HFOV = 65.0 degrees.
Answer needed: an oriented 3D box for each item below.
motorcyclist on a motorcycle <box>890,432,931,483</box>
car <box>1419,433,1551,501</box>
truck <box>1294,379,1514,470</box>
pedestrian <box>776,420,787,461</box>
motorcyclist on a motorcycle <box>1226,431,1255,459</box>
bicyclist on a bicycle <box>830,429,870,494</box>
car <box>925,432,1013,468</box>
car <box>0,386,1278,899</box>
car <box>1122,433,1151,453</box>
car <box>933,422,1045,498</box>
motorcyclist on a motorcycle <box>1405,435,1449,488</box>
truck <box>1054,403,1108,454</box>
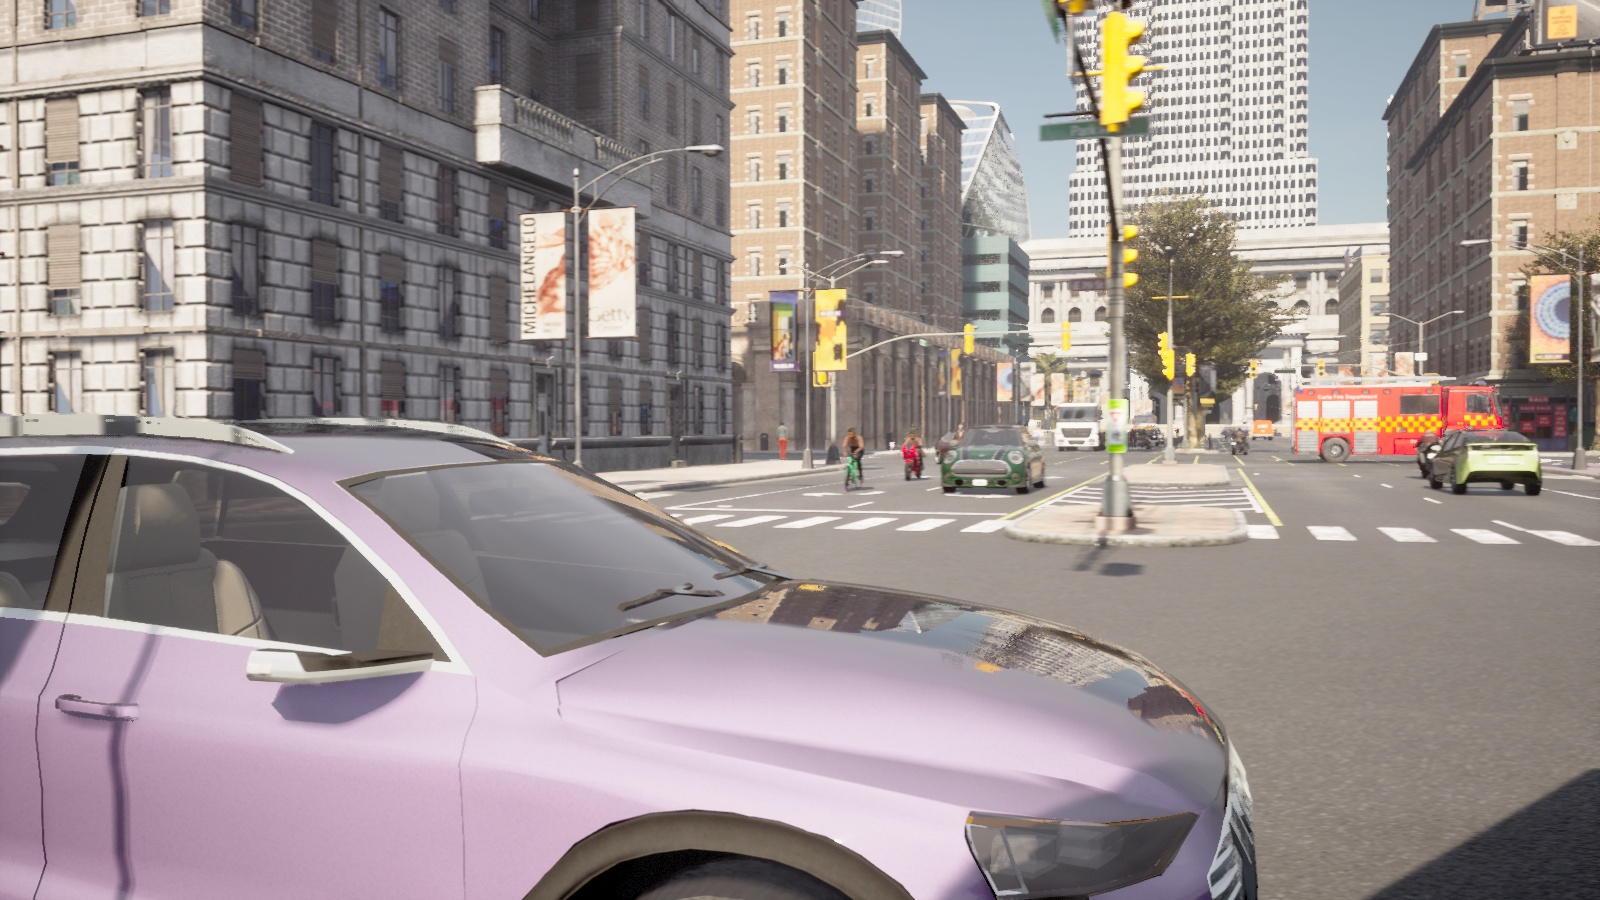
[{"bbox_3d":[3.419,0.202,38.703,0.797,1.523,2.044,1,1,18],"label":"motorcyclist on a motorcycle"},{"bbox_3d":[16.518,0.347,30.505,2.007,1.525,4.514,1,1,18],"label":"car"},{"bbox_3d":[26.585,-1.132,55.788,8.468,3.827,2.891,1,1,18],"label":"truck"},{"bbox_3d":[-0.843,-0.446,57.844,0.353,1.847,0.614,0,1,16],"label":"pedestrian"},{"bbox_3d":[25.513,-0.292,72.714,0.766,1.649,2.350,0,0,41],"label":"motorcyclist on a motorcycle"},{"bbox_3d":[1.296,0.268,32.213,0.582,1.620,1.656,1,1,18],"label":"bicyclist on a bicycle"},{"bbox_3d":[7.331,-0.026,54.888,2.163,1.488,4.792,0,1,-14],"label":"car"},{"bbox_3d":[-1.269,0.694,3.619,4.856,1.649,2.033,1,1,19],"label":"car"},{"bbox_3d":[25.218,-0.559,94.068,1.812,1.442,4.674,1,1,18],"label":"car"},{"bbox_3d":[4.886,0.192,31.927,2.097,1.767,4.553,1,1,18],"label":"car"},{"bbox_3d":[19.002,0.323,38.096,0.866,1.530,2.191,1,1,18],"label":"motorcyclist on a motorcycle"},{"bbox_3d":[20.145,-1.516,89.693,2.891,3.462,7.936,1,1,19],"label":"truck"}]
